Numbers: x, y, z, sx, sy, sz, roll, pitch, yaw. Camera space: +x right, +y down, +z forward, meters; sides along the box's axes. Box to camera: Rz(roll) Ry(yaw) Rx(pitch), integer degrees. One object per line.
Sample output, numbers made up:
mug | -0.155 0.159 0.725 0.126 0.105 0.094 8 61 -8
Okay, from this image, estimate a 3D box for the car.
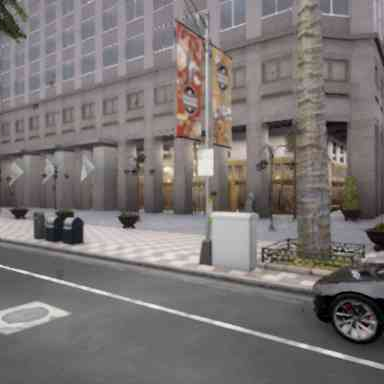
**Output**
car | 4.238 1.511 4.766 4.786 1.482 2.161 0 0 35
